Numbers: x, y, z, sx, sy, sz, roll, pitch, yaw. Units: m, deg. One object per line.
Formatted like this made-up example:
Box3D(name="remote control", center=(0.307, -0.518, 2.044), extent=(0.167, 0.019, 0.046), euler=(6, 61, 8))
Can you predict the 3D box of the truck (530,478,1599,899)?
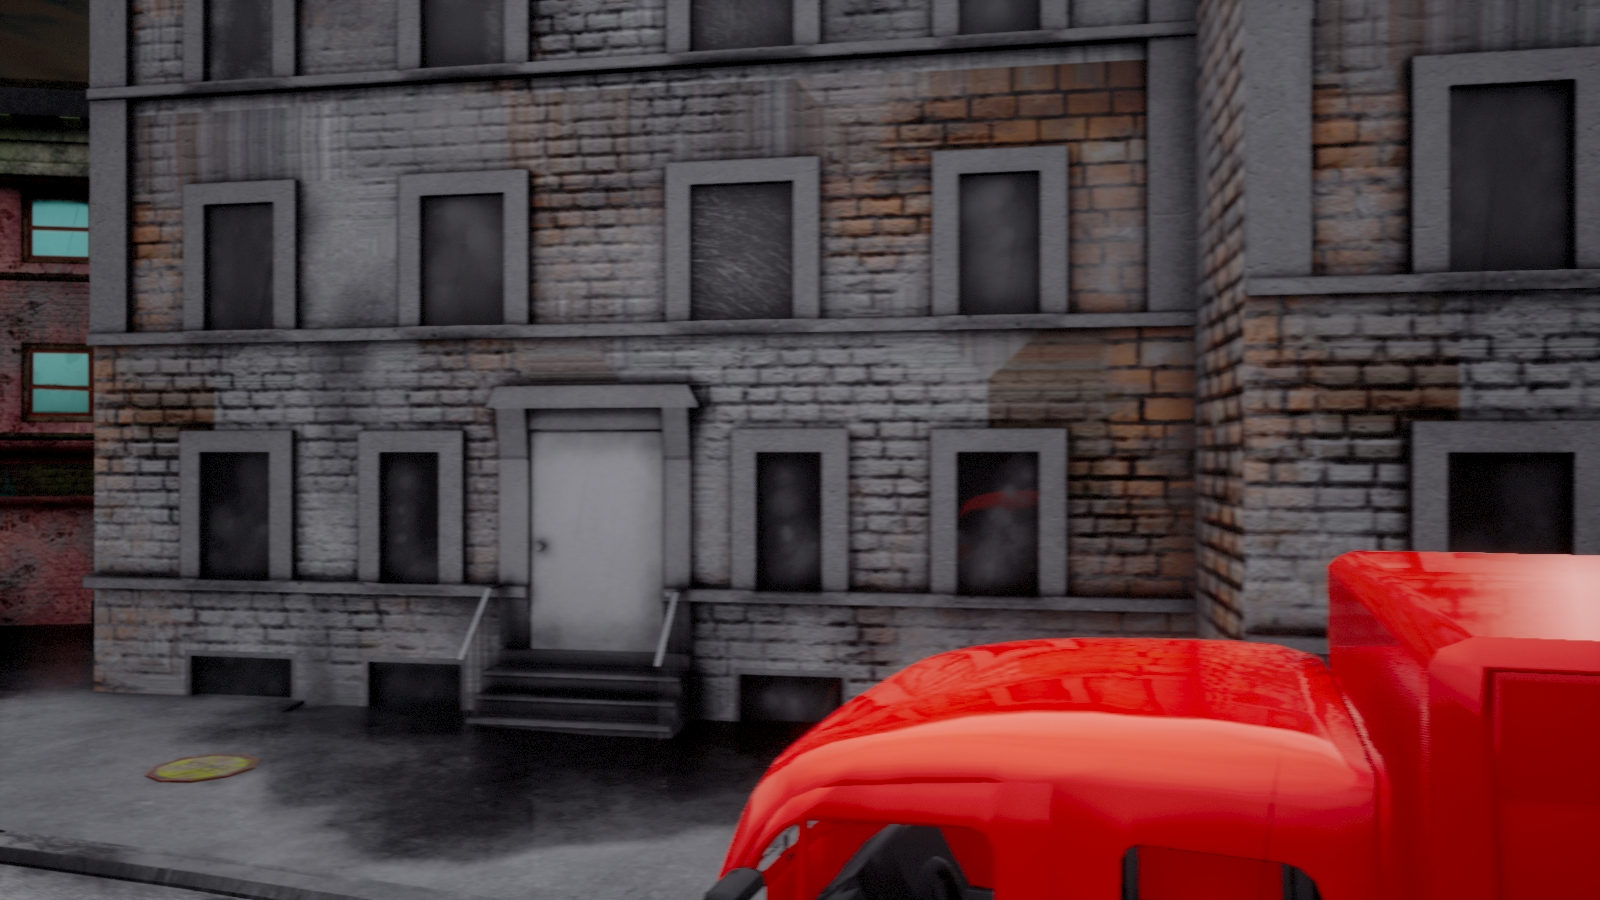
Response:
Box3D(name="truck", center=(2.321, 1.335, 2.846), extent=(5.204, 2.467, 2.627), euler=(-1, 0, 20))
